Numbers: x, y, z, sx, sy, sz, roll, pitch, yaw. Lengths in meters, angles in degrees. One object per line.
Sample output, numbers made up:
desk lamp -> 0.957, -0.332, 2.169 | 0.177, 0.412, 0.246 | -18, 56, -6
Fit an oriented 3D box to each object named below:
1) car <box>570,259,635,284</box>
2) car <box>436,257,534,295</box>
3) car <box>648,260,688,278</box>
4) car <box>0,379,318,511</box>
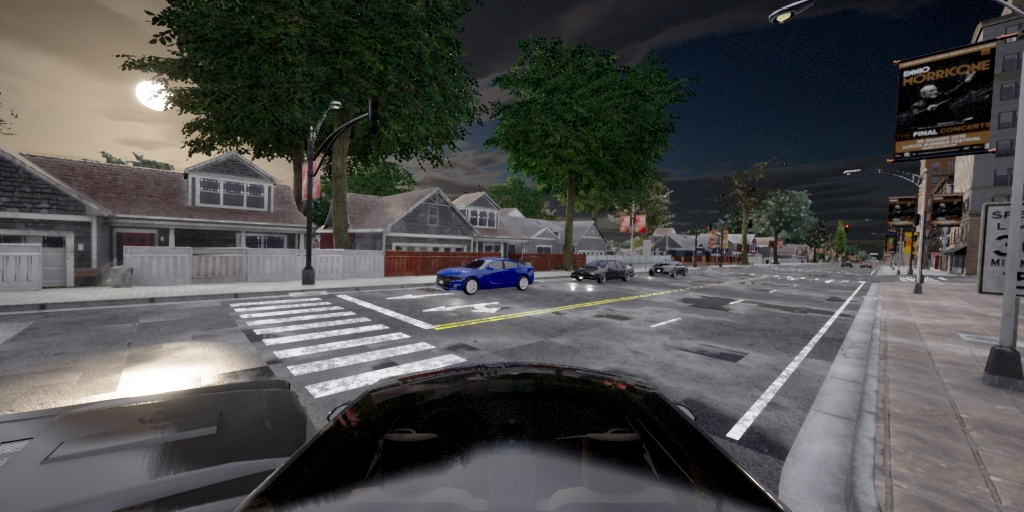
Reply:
car -> 6.062, 0.939, 23.389 | 5.357, 1.411, 2.033 | 0, 2, -44
car -> -1.107, 0.812, 16.473 | 5.008, 1.535, 1.882 | 0, 2, -44
car -> 13.264, 1.017, 30.307 | 4.181, 1.385, 1.994 | 0, 2, -44
car -> -3.311, 1.288, 1.289 | 4.718, 1.301, 1.895 | 1, 2, -34
